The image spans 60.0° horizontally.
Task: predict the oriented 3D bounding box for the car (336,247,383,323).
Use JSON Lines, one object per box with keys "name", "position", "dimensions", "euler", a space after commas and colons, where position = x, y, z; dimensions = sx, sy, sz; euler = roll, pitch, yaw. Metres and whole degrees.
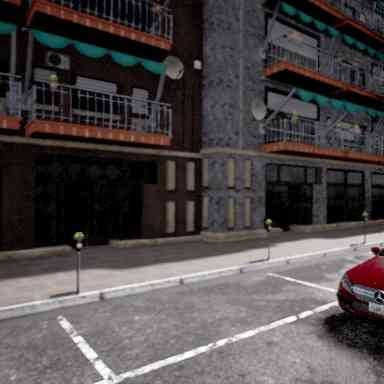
{"name": "car", "position": [4.739, 1.531, 6.436], "dimensions": [4.674, 1.442, 1.812], "euler": [0, 0, -36]}
